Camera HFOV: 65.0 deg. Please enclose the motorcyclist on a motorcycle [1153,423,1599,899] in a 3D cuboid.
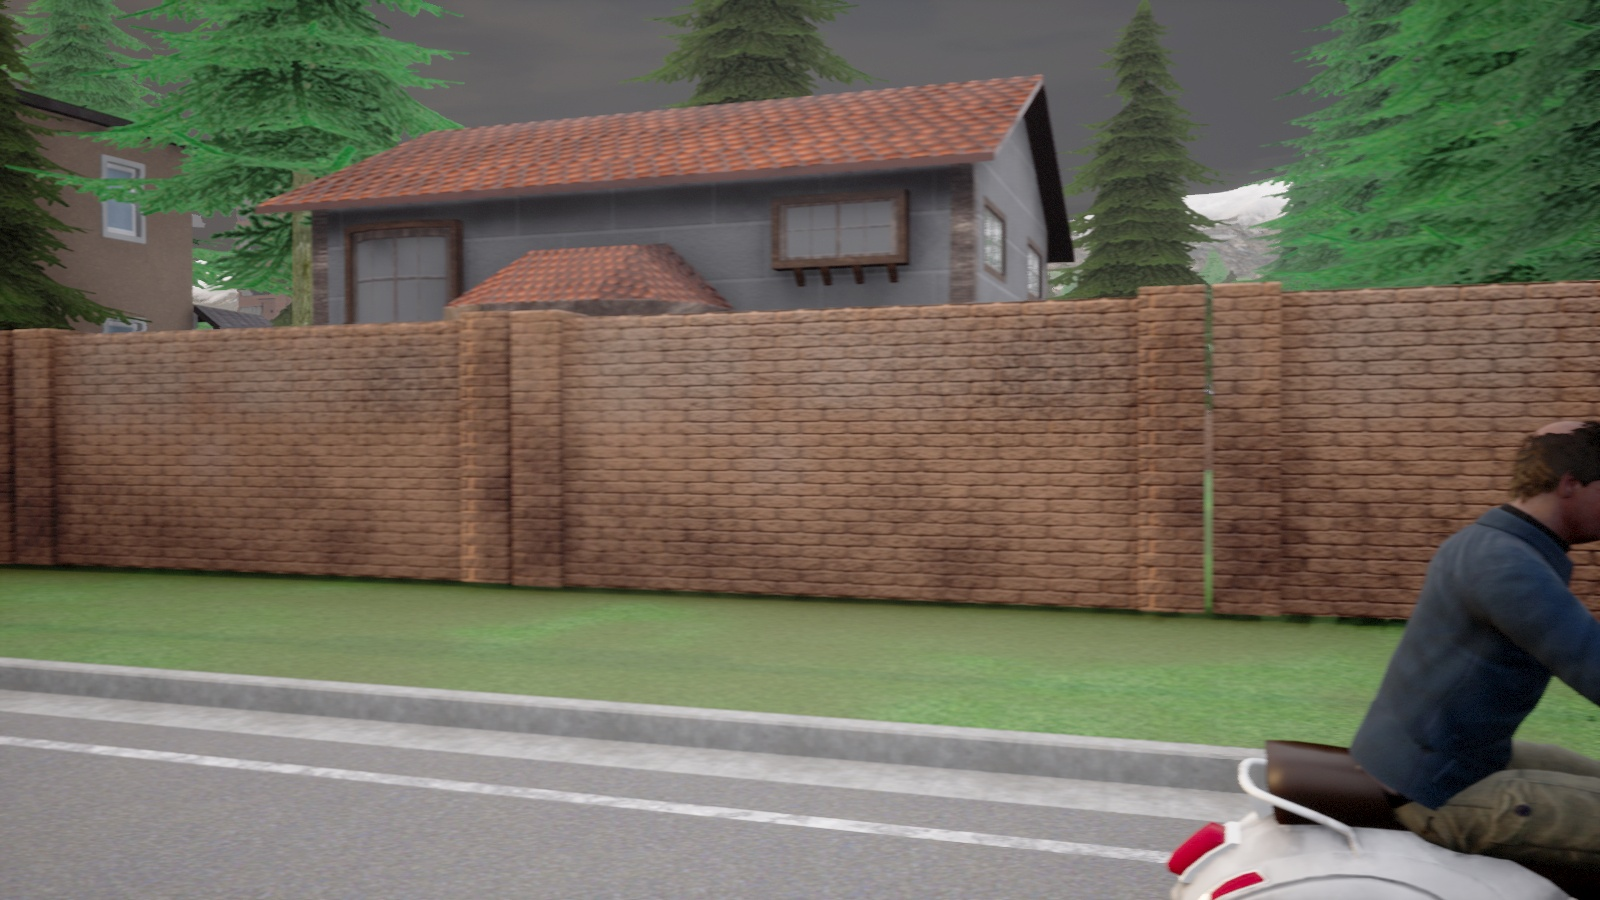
[{"bbox_3d":[1.704,0.744,2.619,1.817,1.590,0.866,1,1,19],"label":"motorcyclist on a motorcycle"}]
